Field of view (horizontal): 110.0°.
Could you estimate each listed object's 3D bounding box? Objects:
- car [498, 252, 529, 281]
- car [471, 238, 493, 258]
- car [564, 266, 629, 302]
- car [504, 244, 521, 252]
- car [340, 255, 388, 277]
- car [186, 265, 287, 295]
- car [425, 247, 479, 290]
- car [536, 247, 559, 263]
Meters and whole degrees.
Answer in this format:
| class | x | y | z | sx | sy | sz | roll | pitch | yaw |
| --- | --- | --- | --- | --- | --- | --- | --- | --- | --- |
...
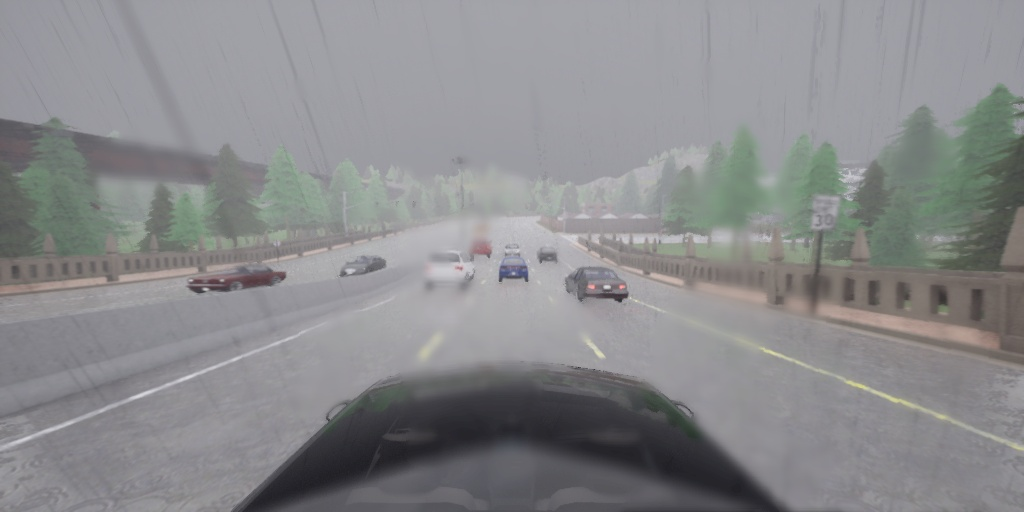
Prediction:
| class | x | y | z | sx | sy | sz | roll | pitch | yaw |
| --- | --- | --- | --- | --- | --- | --- | --- | --- | --- |
| car | 0.102 | 0.781 | 24.345 | 1.882 | 1.535 | 5.008 | 0 | 3 | 0 |
| car | -3.450 | -1.014 | 41.059 | 2.150 | 2.045 | 5.566 | 0 | 7 | 0 |
| car | 3.602 | 1.170 | 16.087 | 2.033 | 1.411 | 5.357 | 0 | 1 | 0 |
| car | 0.045 | -0.743 | 41.936 | 1.895 | 1.301 | 4.718 | 0 | 8 | 0 |
| car | -10.502 | 0.713 | 25.711 | 2.128 | 1.511 | 4.902 | 0 | 3 | 0 |
| car | -14.066 | 1.154 | 18.669 | 1.895 | 1.301 | 4.718 | 0 | 2 | 0 |
| car | -3.398 | 0.710 | 20.550 | 2.150 | 2.045 | 5.566 | 0 | 2 | 0 |
| car | 3.571 | -0.217 | 36.503 | 1.882 | 1.535 | 5.008 | 0 | 6 | 0 |
